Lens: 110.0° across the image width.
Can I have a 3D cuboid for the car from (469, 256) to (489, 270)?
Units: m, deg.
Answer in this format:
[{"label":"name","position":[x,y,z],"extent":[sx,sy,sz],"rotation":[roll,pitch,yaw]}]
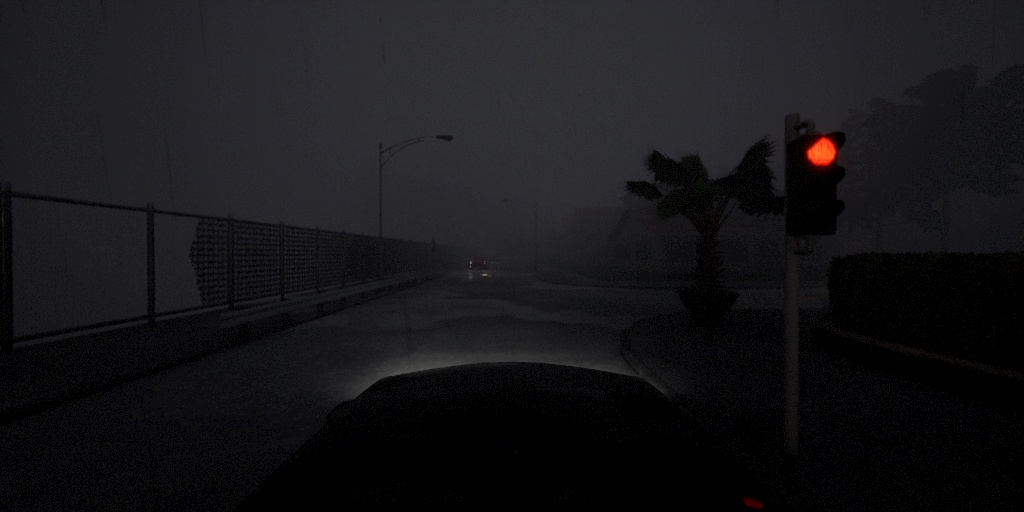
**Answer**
[{"label":"car","position":[-3.999,0.760,43.632],"extent":[2.097,1.767,4.553],"rotation":[0,0,0]}]
